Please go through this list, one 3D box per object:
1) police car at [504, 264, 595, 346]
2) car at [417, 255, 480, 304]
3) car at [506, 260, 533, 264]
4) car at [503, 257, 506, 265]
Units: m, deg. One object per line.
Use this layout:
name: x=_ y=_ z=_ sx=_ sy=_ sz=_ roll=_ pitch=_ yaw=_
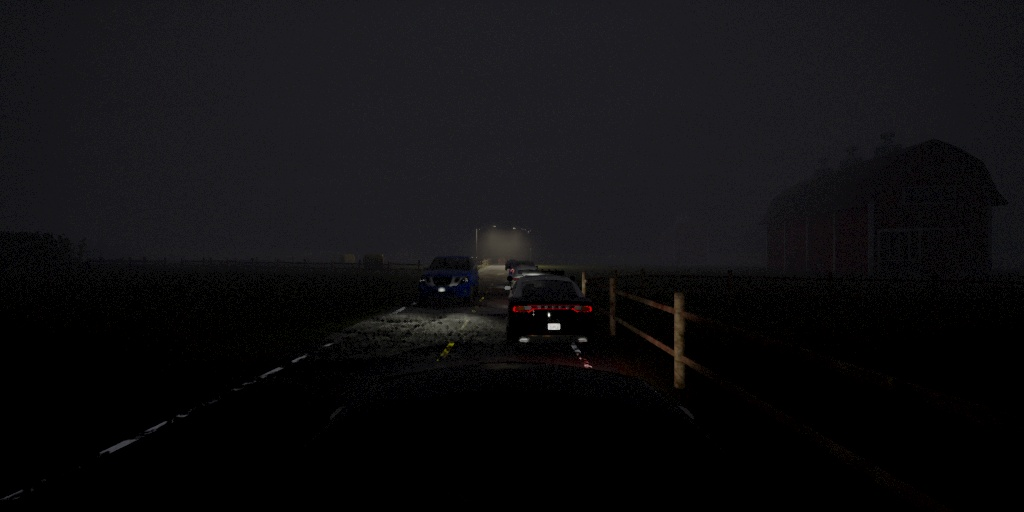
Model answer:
police car: x=0.820 y=1.174 z=9.587 sx=1.930 sy=1.638 sz=5.238 roll=0 pitch=0 yaw=0
car: x=-2.758 y=0.971 z=16.817 sx=2.150 sy=2.045 sz=5.566 roll=0 pitch=0 yaw=0
car: x=0.811 y=1.099 z=25.447 sx=2.097 sy=1.767 sz=4.553 roll=0 pitch=0 yaw=0
car: x=0.030 y=1.220 z=49.769 sx=1.882 sy=1.535 sz=5.008 roll=0 pitch=0 yaw=0
